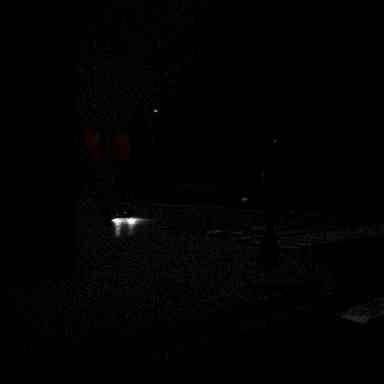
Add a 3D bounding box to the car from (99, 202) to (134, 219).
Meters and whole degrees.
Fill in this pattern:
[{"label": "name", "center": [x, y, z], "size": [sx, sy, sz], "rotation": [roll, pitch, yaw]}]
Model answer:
[{"label": "car", "center": [-6.817, 1.579, 29.829], "size": [1.994, 1.385, 4.181], "rotation": [0, 0, -36]}]
